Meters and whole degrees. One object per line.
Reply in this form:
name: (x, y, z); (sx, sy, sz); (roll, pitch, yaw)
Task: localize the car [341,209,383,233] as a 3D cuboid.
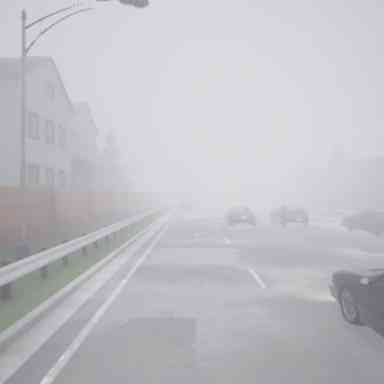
car: (10.608, 1.696, 19.122); (2.033, 1.411, 5.357); (0, 0, 0)

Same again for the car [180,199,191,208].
car: (-1.027, 1.967, 57.075); (1.812, 1.442, 4.674); (0, 0, 0)

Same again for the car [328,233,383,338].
car: (3.602, 1.580, 4.127); (2.033, 1.411, 5.357); (0, 0, 0)

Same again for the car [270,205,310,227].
car: (7.110, 1.682, 24.603); (2.128, 1.511, 4.902); (0, 0, 0)

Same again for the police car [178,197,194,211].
police car: (-1.031, 1.790, 47.186); (1.930, 1.638, 5.238); (0, 0, 0)

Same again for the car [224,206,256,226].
car: (3.610, 1.760, 25.347); (1.994, 1.385, 4.181); (0, 0, 0)
